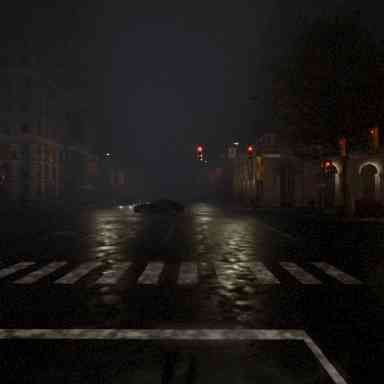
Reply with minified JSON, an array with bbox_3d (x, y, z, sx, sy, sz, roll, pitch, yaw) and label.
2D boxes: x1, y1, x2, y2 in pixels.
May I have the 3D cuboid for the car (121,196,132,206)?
[{"bbox_3d":[-10.408,1.477,55.152,1.882,1.535,5.008,0,0,1],"label":"car"}]

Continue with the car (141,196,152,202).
[{"bbox_3d":[-10.160,1.595,74.937,1.895,1.301,4.718,0,0,1],"label":"car"}]

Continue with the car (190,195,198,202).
[{"bbox_3d":[0.389,1.449,78.626,2.128,1.511,4.902,0,0,1],"label":"car"}]

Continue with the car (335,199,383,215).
[{"bbox_3d":[16.754,1.477,32.812,5.008,1.535,1.882,0,0,0],"label":"car"}]

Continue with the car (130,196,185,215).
[{"bbox_3d":[-3.189,1.477,32.978,5.008,1.535,1.882,0,0,0],"label":"car"}]

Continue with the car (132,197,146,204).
[{"bbox_3d":[-10.332,1.601,64.776,1.895,1.301,4.718,0,0,1],"label":"car"}]
